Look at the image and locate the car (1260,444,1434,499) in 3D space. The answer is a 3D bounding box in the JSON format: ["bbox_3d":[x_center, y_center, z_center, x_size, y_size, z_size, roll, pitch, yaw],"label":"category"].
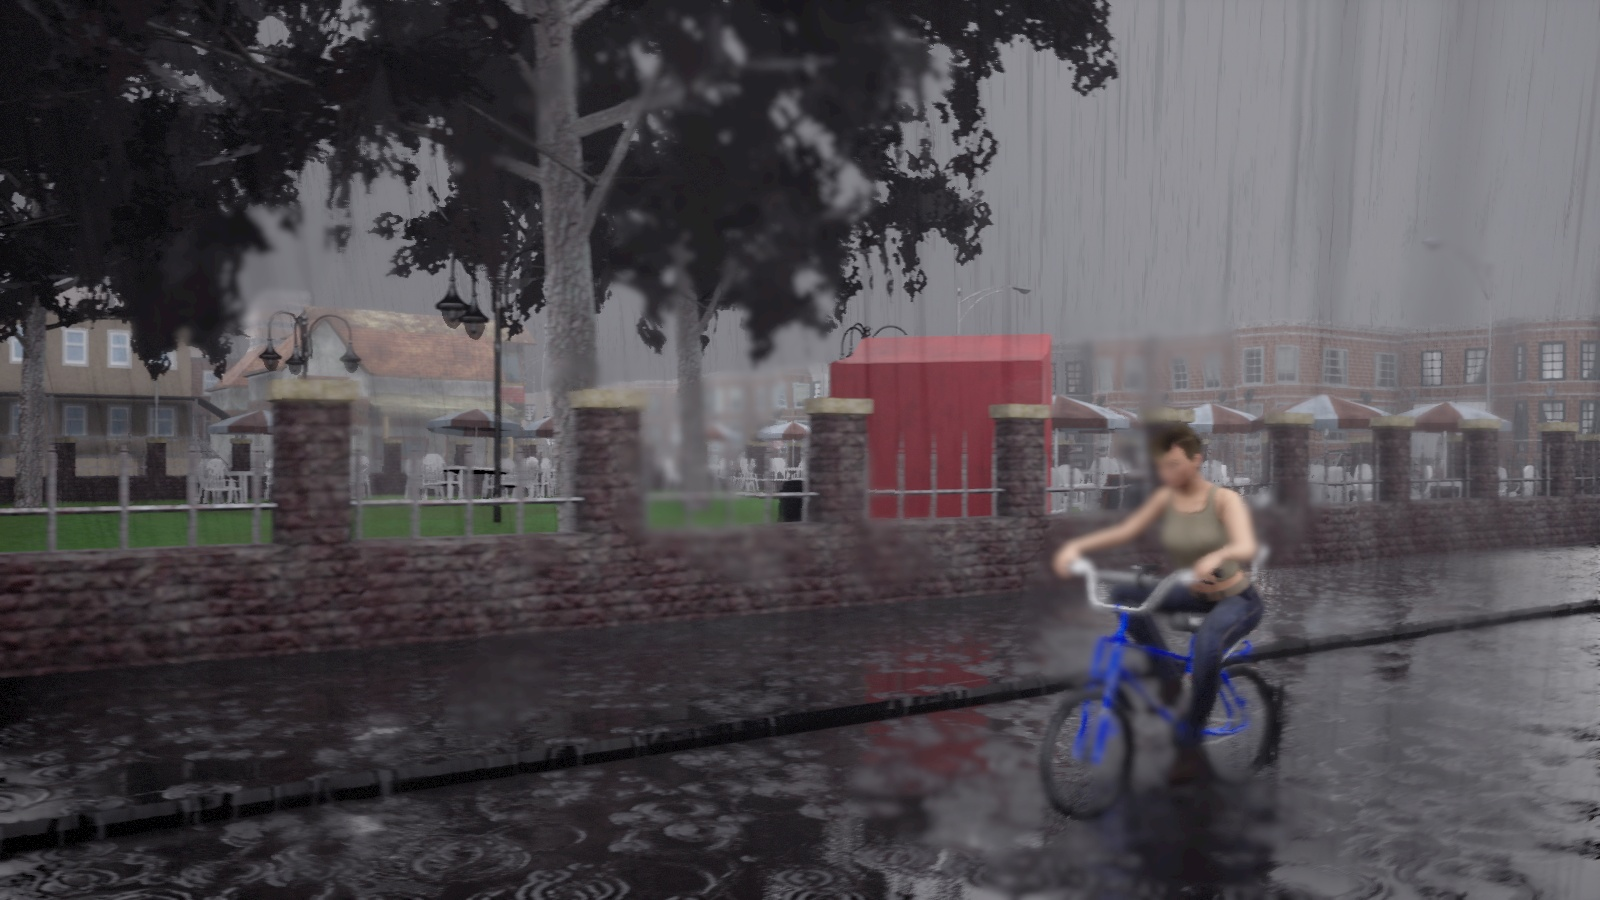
[{"bbox_3d":[17.450,0.651,40.282,2.242,1.667,4.611,0,0,-35],"label":"car"}]

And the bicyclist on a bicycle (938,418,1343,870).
[{"bbox_3d":[1.438,0.691,5.263,1.509,1.612,0.866,0,0,-35],"label":"bicyclist on a bicycle"}]
